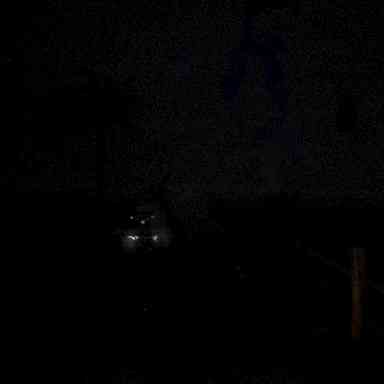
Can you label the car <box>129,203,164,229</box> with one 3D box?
[{"bbox_3d":[-2.868,1.493,21.726,1.812,1.442,4.674,0,0,0],"label":"car"}]
